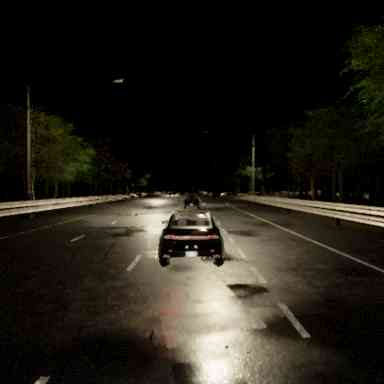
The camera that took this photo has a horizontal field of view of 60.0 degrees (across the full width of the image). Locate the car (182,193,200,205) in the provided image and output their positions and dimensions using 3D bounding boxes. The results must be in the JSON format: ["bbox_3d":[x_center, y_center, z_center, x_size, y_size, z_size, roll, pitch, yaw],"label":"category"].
[{"bbox_3d":[-0.042,1.192,40.903,1.837,1.490,4.892,0,0,0],"label":"car"}]

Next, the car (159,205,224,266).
[{"bbox_3d":[-0.015,1.405,11.185,2.128,1.511,4.902,0,0,0],"label":"car"}]

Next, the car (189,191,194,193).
[{"bbox_3d":[-0.065,1.018,66.043,1.812,1.442,4.674,0,0,0],"label":"car"}]
